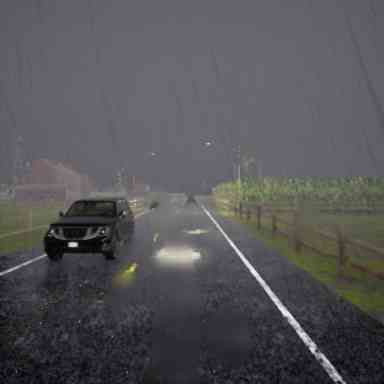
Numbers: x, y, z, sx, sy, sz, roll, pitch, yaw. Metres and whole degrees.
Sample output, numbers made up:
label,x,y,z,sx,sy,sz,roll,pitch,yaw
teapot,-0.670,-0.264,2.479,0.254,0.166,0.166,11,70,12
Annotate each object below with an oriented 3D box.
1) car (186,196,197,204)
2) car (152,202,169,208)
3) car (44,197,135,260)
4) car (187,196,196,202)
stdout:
label,x,y,z,sx,sy,sz,roll,pitch,yaw
car,-0.082,1.590,66.415,1.882,1.535,5.008,0,0,0
car,-3.546,1.324,37.620,1.994,1.385,4.181,0,0,0
car,-3.606,1.240,12.816,2.150,2.045,5.566,0,0,0
car,-0.095,1.590,76.836,2.033,1.411,5.357,0,0,0
